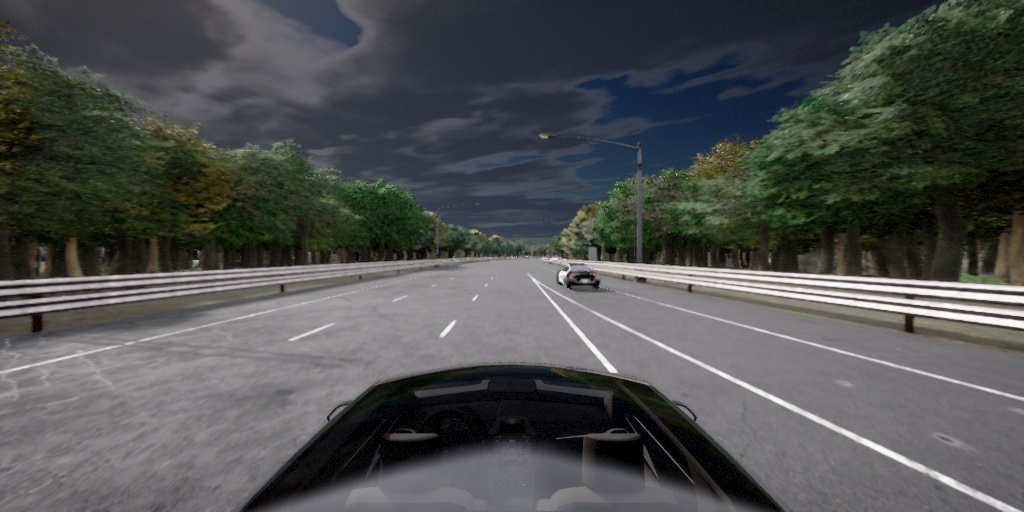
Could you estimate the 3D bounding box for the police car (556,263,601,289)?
[{"bbox_3d":[4.060,1.239,22.902,2.038,1.542,4.974,0,0,-3],"label":"police car"}]
